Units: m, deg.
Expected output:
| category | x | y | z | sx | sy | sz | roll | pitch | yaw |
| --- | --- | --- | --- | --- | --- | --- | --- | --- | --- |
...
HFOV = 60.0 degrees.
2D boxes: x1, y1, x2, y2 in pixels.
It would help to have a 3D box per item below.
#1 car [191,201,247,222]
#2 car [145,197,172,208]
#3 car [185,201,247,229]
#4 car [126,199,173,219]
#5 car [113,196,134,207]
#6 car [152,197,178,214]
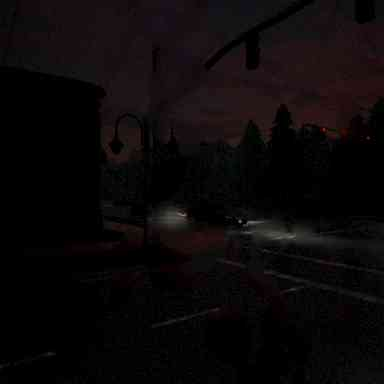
| category | x | y | z | sx | sy | sz | roll | pitch | yaw |
| --- | --- | --- | --- | --- | --- | --- | --- | --- | --- |
| car | 2.035 | 1.506 | 27.041 | 1.837 | 1.490 | 4.892 | 0 | 0 | -35 |
| car | -5.042 | 1.505 | 49.685 | 1.837 | 1.490 | 4.892 | 0 | 0 | -35 |
| car | 1.458 | 1.492 | 21.760 | 2.128 | 1.511 | 4.902 | 0 | 0 | -35 |
| car | -3.793 | 1.564 | 29.275 | 1.994 | 1.385 | 4.181 | 0 | 0 | -35 |
| car | -10.485 | 1.352 | 51.359 | 2.097 | 1.767 | 4.553 | 0 | 0 | -35 |
| car | -3.211 | 1.564 | 34.567 | 1.994 | 1.385 | 4.181 | 0 | 0 | -35 |
